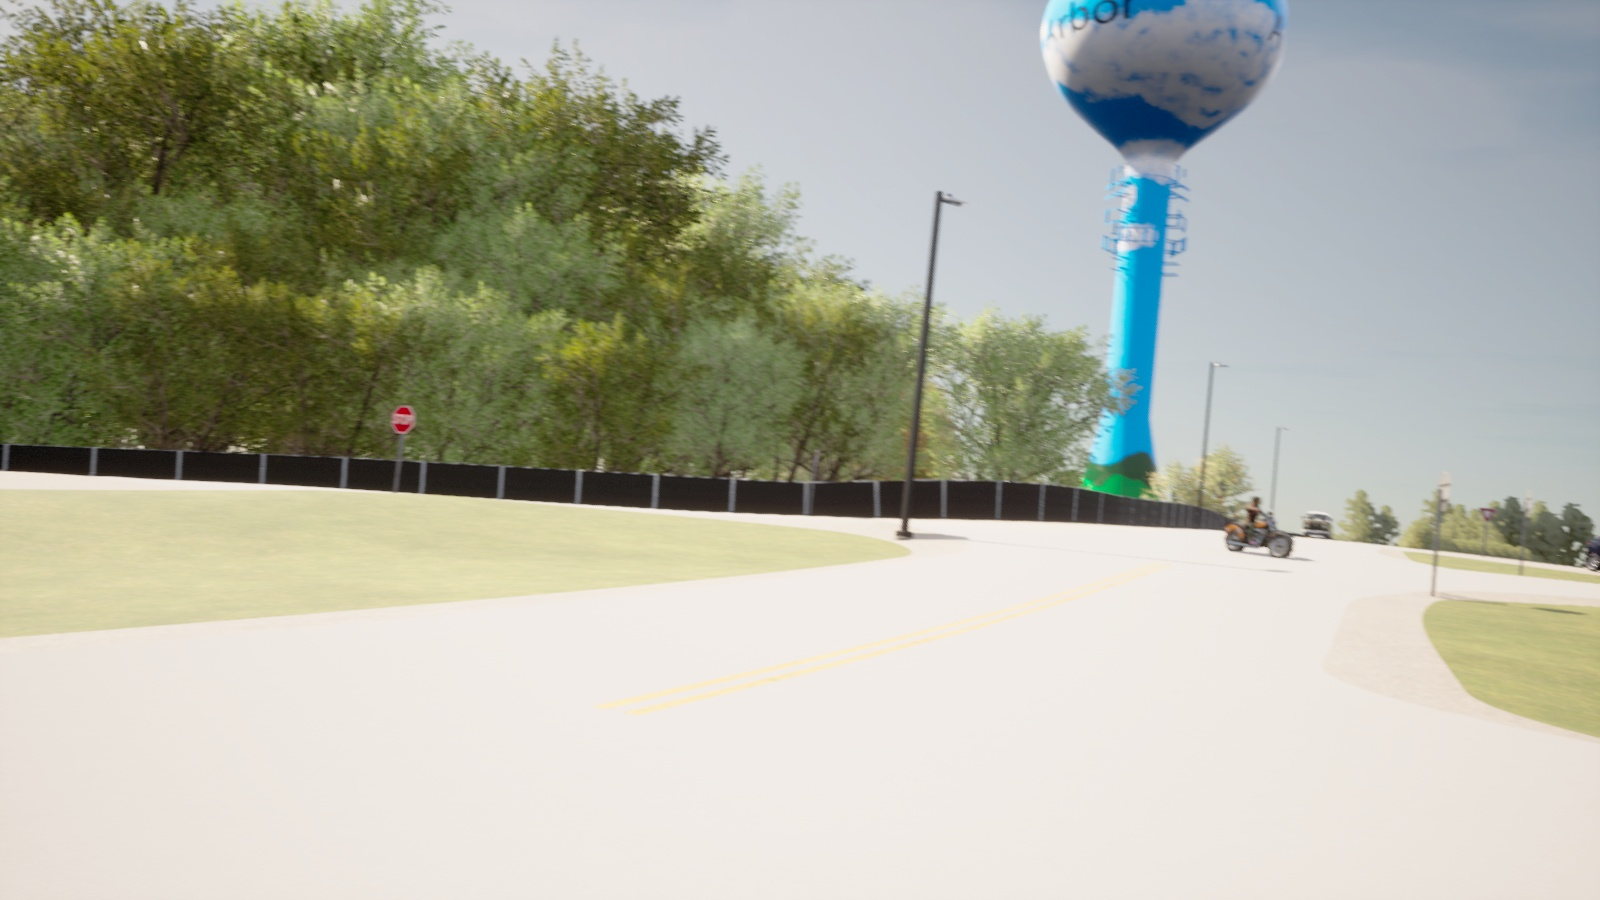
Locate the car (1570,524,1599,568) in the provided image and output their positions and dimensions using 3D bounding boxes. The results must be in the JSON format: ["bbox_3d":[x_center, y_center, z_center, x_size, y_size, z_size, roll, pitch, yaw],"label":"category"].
[{"bbox_3d":[29.216,3.512,43.962,1.845,1.501,3.633,6,-1,-7],"label":"car"}]

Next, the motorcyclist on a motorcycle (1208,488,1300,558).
[{"bbox_3d":[12.296,1.966,34.094,0.766,1.649,2.350,6,-1,-24],"label":"motorcyclist on a motorcycle"}]
